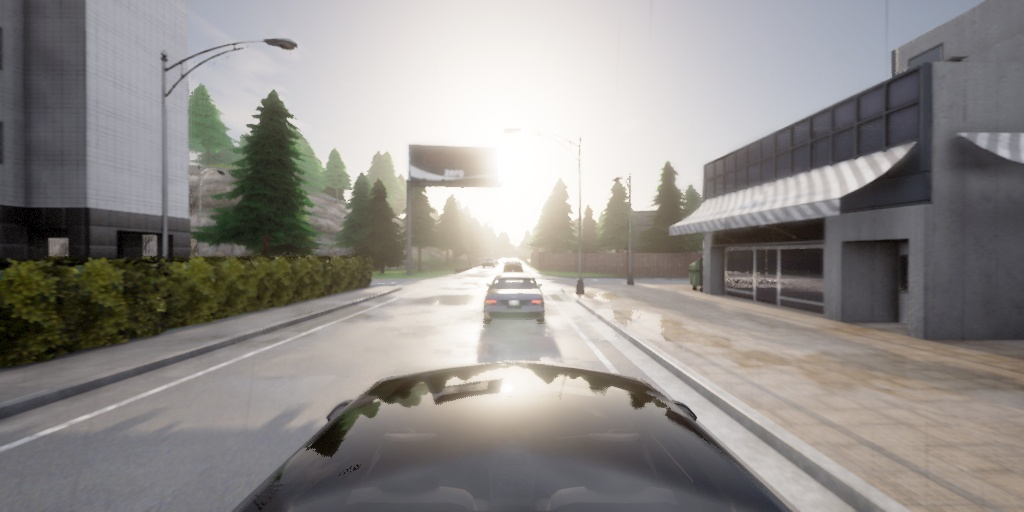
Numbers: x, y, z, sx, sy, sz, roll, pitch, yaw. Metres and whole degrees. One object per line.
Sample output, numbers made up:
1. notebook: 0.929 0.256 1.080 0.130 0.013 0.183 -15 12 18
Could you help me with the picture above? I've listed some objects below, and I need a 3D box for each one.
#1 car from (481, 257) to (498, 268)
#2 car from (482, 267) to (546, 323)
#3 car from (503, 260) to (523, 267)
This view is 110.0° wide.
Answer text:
1. car: -3.565 1.051 54.421 1.837 1.490 4.892 0 0 0
2. car: 0.071 1.258 11.883 2.033 1.411 5.357 0 0 0
3. car: 0.093 1.134 36.349 1.882 1.535 5.008 0 2 0
